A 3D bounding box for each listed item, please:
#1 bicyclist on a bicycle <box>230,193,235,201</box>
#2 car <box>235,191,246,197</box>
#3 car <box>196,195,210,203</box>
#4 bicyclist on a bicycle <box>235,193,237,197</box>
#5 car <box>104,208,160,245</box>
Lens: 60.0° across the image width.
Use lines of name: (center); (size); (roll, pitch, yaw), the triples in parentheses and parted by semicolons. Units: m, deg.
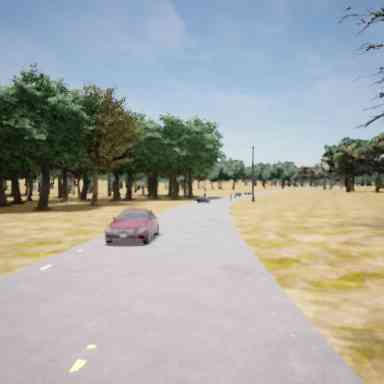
bicyclist on a bicycle: (8.097, 1.001, 69.431); (0.582, 1.620, 1.656); (1, 1, 12)
car: (12.871, 0.534, 93.021); (2.128, 1.511, 4.902); (1, 1, 16)
car: (1.930, 1.267, 57.599); (1.895, 1.301, 4.718); (1, 1, 10)
bicyclist on a bicycle: (10.181, 0.854, 78.816); (0.866, 1.612, 1.509); (1, 1, 14)
car: (-2.658, 1.499, 15.704); (1.812, 1.442, 4.674); (0, 0, 3)
